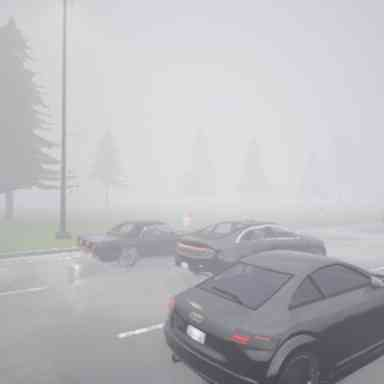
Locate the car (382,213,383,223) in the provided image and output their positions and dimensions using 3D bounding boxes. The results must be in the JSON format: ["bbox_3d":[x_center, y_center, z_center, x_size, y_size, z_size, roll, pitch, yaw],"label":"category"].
[{"bbox_3d":[15.112,1.689,23.121,4.902,1.511,2.128,0,0,-35],"label":"car"}]

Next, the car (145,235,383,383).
[{"bbox_3d":[1.673,1.596,4.940,4.181,1.385,1.994,0,0,-35],"label":"car"}]

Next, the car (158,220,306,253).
[{"bbox_3d":[1.793,1.544,9.324,4.902,1.511,2.128,0,0,-35],"label":"car"}]

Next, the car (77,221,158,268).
[{"bbox_3d":[-1.311,1.643,11.408,4.718,1.301,1.895,1,0,-35],"label":"car"}]
